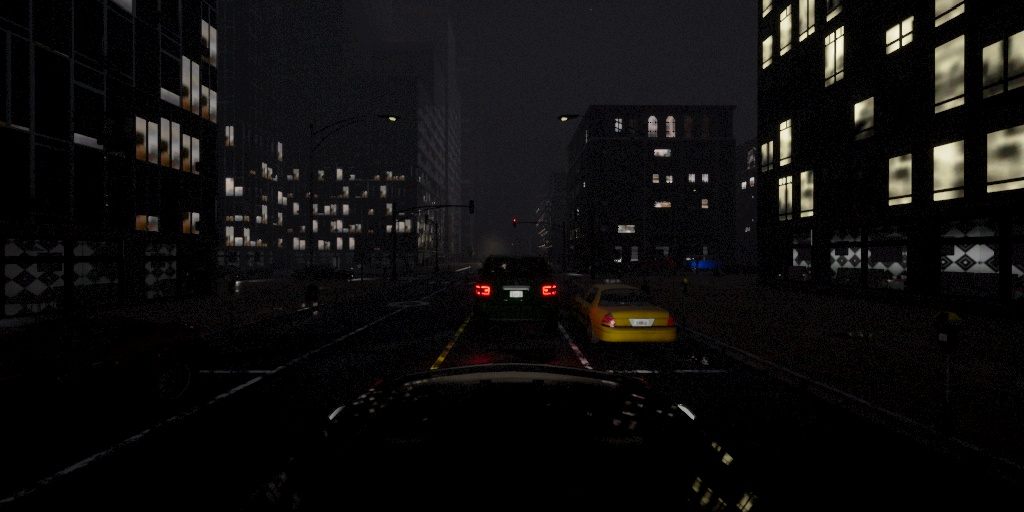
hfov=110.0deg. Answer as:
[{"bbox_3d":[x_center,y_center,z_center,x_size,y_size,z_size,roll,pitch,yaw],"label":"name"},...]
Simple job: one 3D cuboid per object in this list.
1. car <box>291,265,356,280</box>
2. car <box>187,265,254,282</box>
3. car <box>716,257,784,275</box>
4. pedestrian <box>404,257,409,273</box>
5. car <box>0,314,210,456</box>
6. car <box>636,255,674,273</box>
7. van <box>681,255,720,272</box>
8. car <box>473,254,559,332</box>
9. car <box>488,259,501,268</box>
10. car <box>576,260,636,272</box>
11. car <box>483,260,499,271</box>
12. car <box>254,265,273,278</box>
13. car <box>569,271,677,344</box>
[{"bbox_3d":[-17.723,1.515,33.769,5.357,1.411,2.033,-1,0,-1],"label":"car"},{"bbox_3d":[-27.537,1.603,33.634,4.892,1.490,1.837,-1,0,-1],"label":"car"},{"bbox_3d":[21.056,1.019,31.789,4.507,1.381,1.888,0,0,-1],"label":"car"},{"bbox_3d":[-12.392,1.020,42.205,0.375,1.860,0.375,0,1,-1],"label":"pedestrian"},{"bbox_3d":[-5.317,1.332,3.647,1.802,1.307,4.207,0,0,0],"label":"car"},{"bbox_3d":[15.284,0.844,39.603,5.009,1.841,2.192,0,0,-1],"label":"car"},{"bbox_3d":[20.940,0.799,39.669,3.998,1.789,1.690,0,0,-1],"label":"van"},{"bbox_3d":[0.089,0.971,10.937,2.150,2.045,5.566,0,0,0],"label":"car"},{"bbox_3d":[-2.888,1.300,60.721,2.033,1.411,5.357,0,0,0],"label":"car"},{"bbox_3d":[9.412,1.156,36.857,5.357,1.411,2.033,-1,0,-4],"label":"car"},{"bbox_3d":[-2.886,1.299,50.584,2.033,1.411,5.357,0,0,-1],"label":"car"},{"bbox_3d":[-28.441,1.649,39.004,4.403,1.370,2.007,0,0,-1],"label":"car"},{"bbox_3d":[2.558,1.275,9.384,1.751,1.417,4.829,0,0,0],"label":"car"}]
